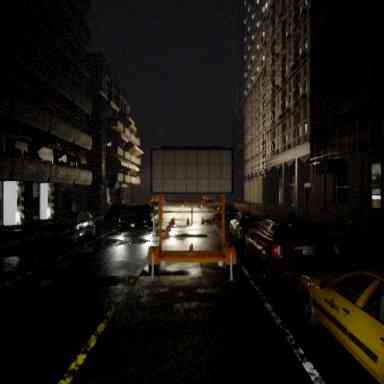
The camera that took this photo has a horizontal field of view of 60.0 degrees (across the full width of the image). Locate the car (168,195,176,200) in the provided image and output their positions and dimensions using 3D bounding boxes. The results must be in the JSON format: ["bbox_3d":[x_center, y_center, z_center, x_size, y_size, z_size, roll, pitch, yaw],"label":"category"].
[{"bbox_3d":[-5.687,1.551,94.372,2.008,1.369,4.403,0,0,0],"label":"car"}]

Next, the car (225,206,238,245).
[{"bbox_3d":[2.690,1.541,15.293,2.008,1.369,4.403,0,0,0],"label":"car"}]

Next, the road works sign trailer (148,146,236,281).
[{"bbox_3d":[0.001,0.458,9.802,2.380,3.560,2.880,0,0,0],"label":"road works sign trailer"}]

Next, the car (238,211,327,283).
[{"bbox_3d":[2.690,1.434,9.643,1.967,1.590,4.097,0,0,0],"label":"car"}]

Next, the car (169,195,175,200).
[{"bbox_3d":[-5.688,1.548,88.724,2.008,1.369,4.403,0,0,0],"label":"car"}]

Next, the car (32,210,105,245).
[{"bbox_3d":[-5.690,1.541,15.292,2.008,1.369,4.403,0,0,0],"label":"car"}]

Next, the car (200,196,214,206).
[{"bbox_3d":[2.692,1.530,54.832,1.887,1.381,4.507,0,0,0],"label":"car"}]

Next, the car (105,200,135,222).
[{"bbox_3d":[-5.690,1.553,26.590,1.947,1.339,4.313,0,0,0],"label":"car"}]

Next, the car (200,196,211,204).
[{"bbox_3d":[2.692,1.538,66.130,2.008,1.369,4.403,0,0,0],"label":"car"}]

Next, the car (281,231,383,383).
[{"bbox_3d":[2.690,1.522,4.166,1.752,1.417,4.829,0,0,0],"label":"car"}]

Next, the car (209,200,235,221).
[{"bbox_3d":[2.691,1.553,26.590,1.947,1.339,4.313,0,0,0],"label":"car"}]

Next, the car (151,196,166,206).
[{"bbox_3d":[-5.689,1.426,54.832,1.967,1.590,4.097,0,0,0],"label":"car"}]

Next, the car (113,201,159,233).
[{"bbox_3d":[-3.099,1.494,19.820,1.837,1.490,4.892,0,0,0],"label":"car"}]

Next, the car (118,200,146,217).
[{"bbox_3d":[-5.690,1.511,32.069,1.752,1.417,4.829,0,0,0],"label":"car"}]

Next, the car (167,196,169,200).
[{"bbox_3d":[-5.689,1.568,60.481,1.802,1.307,4.206,0,0,0],"label":"car"}]
